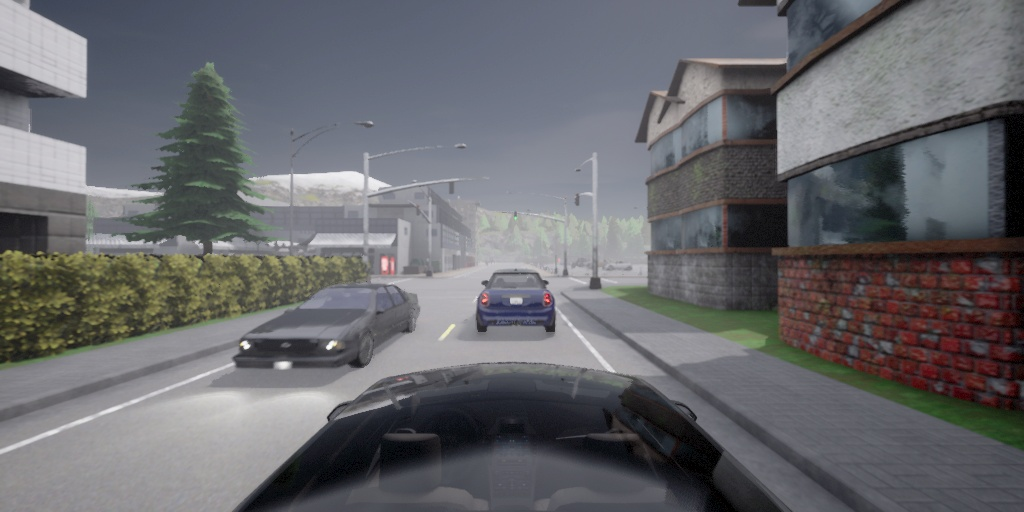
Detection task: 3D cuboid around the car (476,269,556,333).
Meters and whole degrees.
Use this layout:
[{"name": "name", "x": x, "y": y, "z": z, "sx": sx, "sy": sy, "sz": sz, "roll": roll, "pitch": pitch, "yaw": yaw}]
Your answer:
[{"name": "car", "x": 0.104, "y": 1.171, "z": 11.164, "sx": 2.097, "sy": 1.767, "sz": 4.553, "roll": 0, "pitch": -1, "yaw": 0}]

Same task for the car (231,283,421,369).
[{"name": "car", "x": -3.566, "y": 1.346, "z": 8.272, "sx": 2.033, "sy": 1.411, "sz": 5.357, "roll": 0, "pitch": 0, "yaw": 0}]
